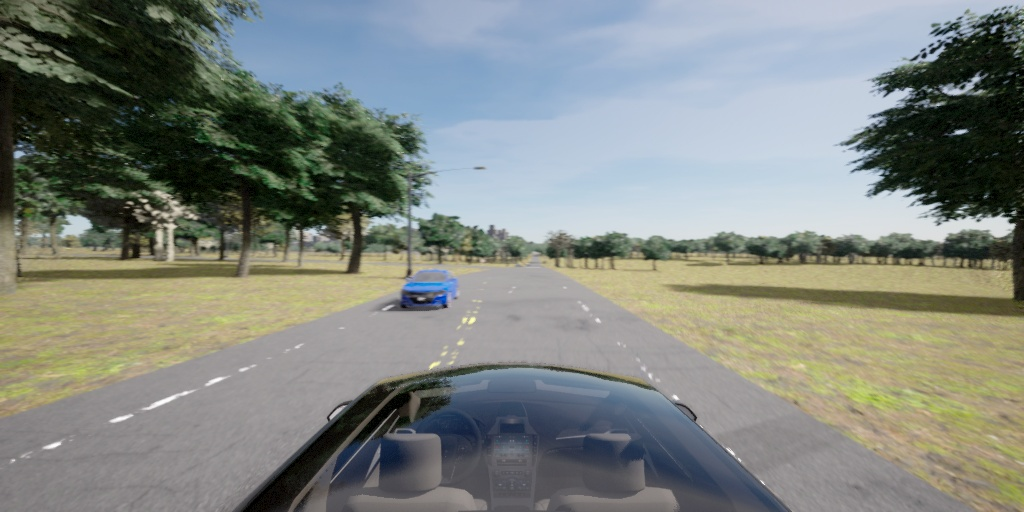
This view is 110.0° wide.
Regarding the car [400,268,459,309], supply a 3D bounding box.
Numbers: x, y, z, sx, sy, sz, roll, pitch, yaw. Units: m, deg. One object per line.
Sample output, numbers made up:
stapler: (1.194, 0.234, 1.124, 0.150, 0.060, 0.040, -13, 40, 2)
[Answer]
car: (-3.452, 1.326, 15.717, 1.882, 1.535, 5.008, 0, 0, -3)
